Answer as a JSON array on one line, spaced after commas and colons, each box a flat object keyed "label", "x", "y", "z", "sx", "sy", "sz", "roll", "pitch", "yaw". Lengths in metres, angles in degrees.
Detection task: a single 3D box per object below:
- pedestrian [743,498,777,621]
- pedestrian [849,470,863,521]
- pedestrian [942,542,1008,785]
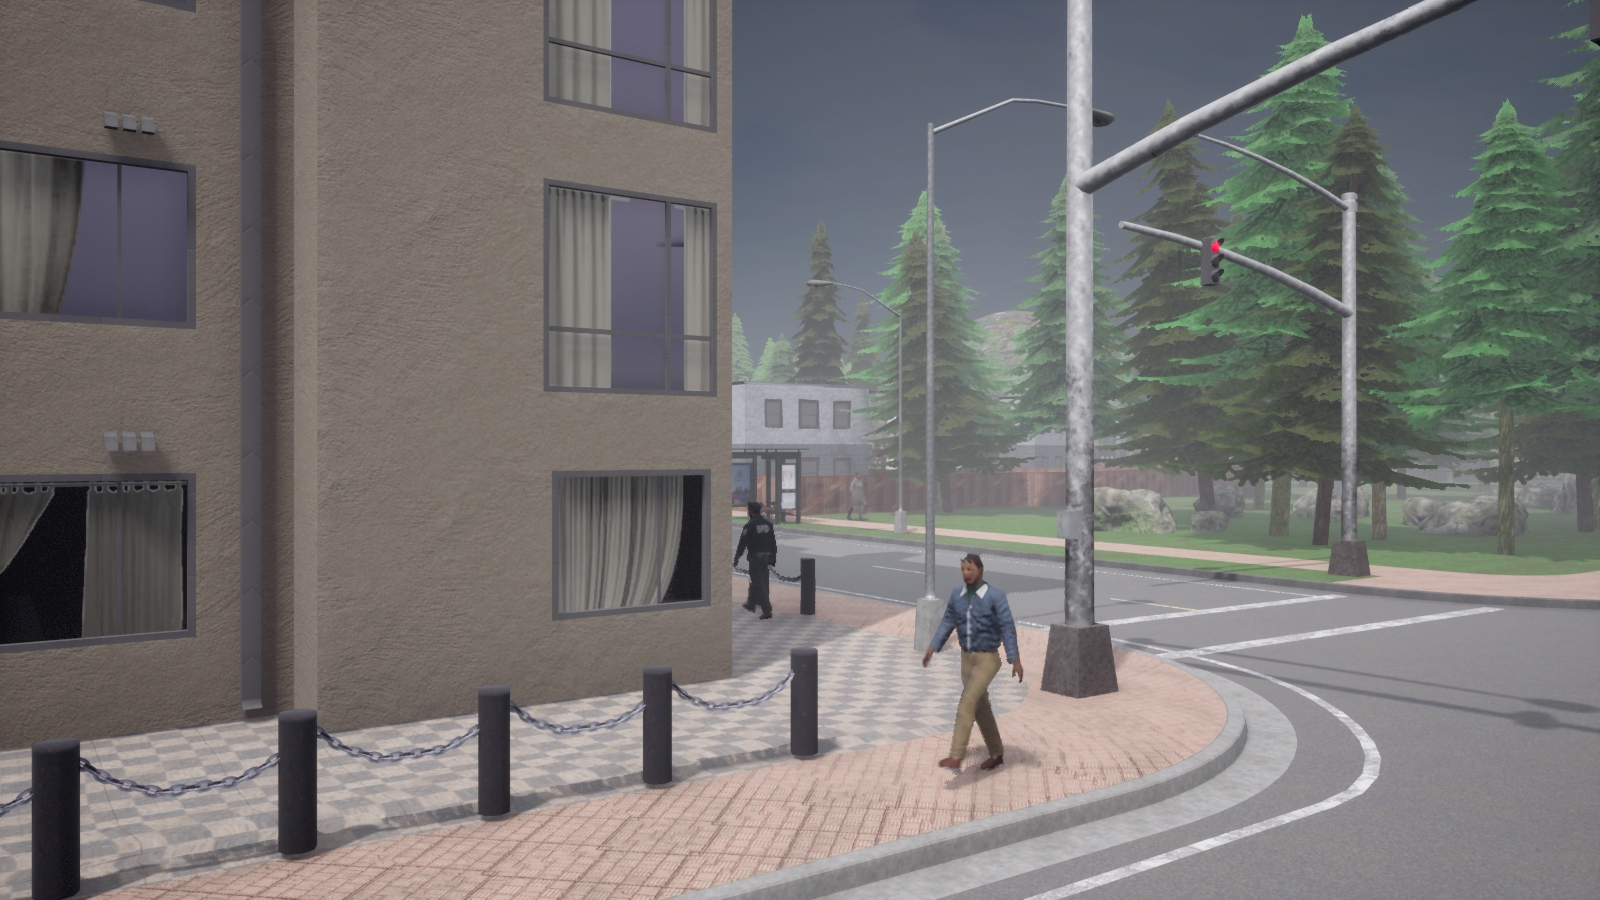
[{"label": "pedestrian", "x": -0.623, "y": 1.677, "z": 17.632, "sx": 0.375, "sy": 1.860, "sz": 0.375, "roll": 0, "pitch": 0, "yaw": -36}, {"label": "pedestrian", "x": 2.072, "y": 1.676, "z": 42.189, "sx": 0.375, "sy": 1.860, "sz": 0.375, "roll": 0, "pitch": 0, "yaw": -38}, {"label": "pedestrian", "x": 1.410, "y": 1.694, "z": 9.212, "sx": 0.375, "sy": 1.860, "sz": 0.375, "roll": 0, "pitch": 0, "yaw": -43}]
